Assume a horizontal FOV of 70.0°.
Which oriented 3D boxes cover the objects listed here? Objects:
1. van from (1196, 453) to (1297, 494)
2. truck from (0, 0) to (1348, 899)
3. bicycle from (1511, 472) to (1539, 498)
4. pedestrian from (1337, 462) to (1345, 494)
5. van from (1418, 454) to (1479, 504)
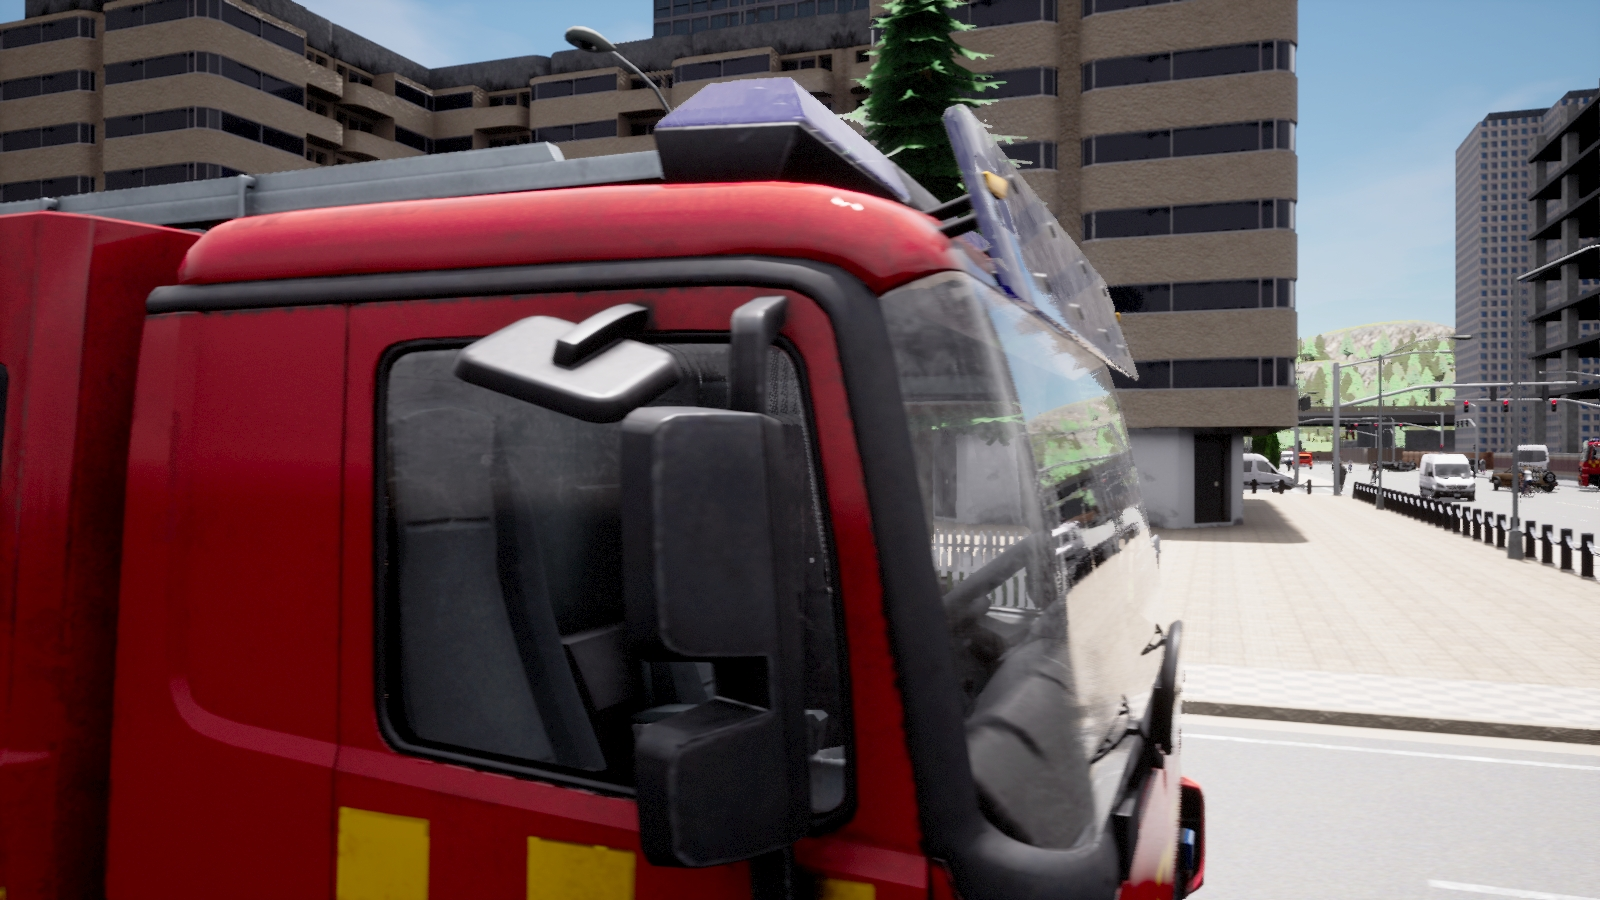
[{"bbox_3d":[28.408,1.479,72.935,5.915,2.561,1.988,0,0,19],"label":"van"},{"bbox_3d":[-2.587,0.887,4.637,8.468,3.827,2.891,0,0,21],"label":"truck"},{"bbox_3d":[42.699,2.039,67.301,0.373,1.496,1.643,-1,0,-7],"label":"bicycle"},{"bbox_3d":[32.177,1.651,67.992,0.375,1.860,0.375,0,0,13],"label":"pedestrian"},{"bbox_3d":[35.940,1.534,63.502,1.988,2.561,5.915,0,0,20],"label":"van"}]
